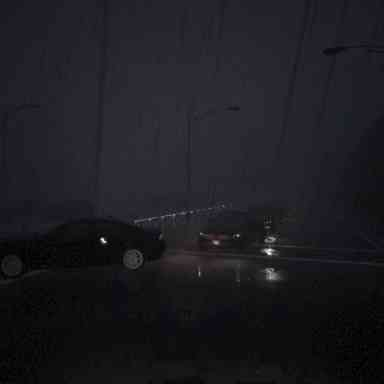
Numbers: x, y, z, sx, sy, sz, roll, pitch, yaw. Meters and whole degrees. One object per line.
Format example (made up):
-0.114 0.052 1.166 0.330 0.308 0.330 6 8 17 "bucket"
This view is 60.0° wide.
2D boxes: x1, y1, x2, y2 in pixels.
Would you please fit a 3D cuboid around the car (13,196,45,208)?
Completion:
-21.672 1.273 44.284 3.633 1.501 1.845 0 0 18 "car"

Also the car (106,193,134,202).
-13.771 1.046 65.311 4.605 1.855 1.932 0 0 18 "car"

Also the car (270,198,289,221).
5.885 1.475 24.939 2.128 1.511 4.902 0 0 19 "car"

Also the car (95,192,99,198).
-21.816 1.298 67.989 3.806 1.475 1.970 0 0 19 "car"

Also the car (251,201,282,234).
3.972 1.490 19.294 1.837 1.490 4.892 0 0 19 "car"

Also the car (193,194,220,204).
1.693 1.125 56.772 5.027 1.636 2.152 0 0 19 "car"

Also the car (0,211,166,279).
-3.278 1.475 9.864 5.008 1.535 1.882 0 0 -15 "car"

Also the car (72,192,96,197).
-18.433 1.249 53.738 4.514 1.523 2.007 0 0 18 "car"

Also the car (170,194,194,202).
-2.065 1.257 68.682 4.514 1.523 2.007 0 0 18 "car"

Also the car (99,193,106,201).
-20.173 1.014 70.943 3.866 1.878 1.905 0 0 18 "car"

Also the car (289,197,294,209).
9.808 1.544 36.539 1.994 1.385 4.181 0 0 19 "car"

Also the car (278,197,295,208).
13.567 1.468 47.669 2.128 1.511 4.902 0 0 19 "car"

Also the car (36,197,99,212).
-9.021 1.356 24.205 3.633 1.501 1.845 0 0 18 "car"

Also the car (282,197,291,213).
7.766 1.486 30.501 1.837 1.490 4.892 0 0 19 "car"

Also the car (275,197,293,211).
11.683 1.483 42.094 1.837 1.490 4.892 0 0 19 "car"

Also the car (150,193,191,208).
-2.942 1.074 41.767 4.605 1.855 1.932 0 0 18 "car"

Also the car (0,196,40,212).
-15.098 1.356 29.404 3.806 1.475 1.970 0 0 19 "car"

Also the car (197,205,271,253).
1.822 1.514 13.886 1.812 1.442 4.674 0 0 24 "car"

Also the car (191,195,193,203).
-2.402 1.052 44.651 3.866 1.878 1.905 0 0 18 "car"
